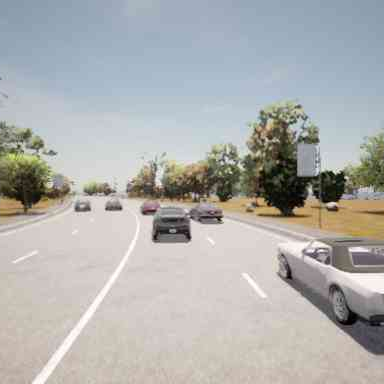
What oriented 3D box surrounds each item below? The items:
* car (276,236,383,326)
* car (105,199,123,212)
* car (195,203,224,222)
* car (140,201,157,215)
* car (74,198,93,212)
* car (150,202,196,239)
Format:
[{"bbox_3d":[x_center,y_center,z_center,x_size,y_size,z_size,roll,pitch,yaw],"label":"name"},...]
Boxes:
[{"bbox_3d":[3.315,1.594,7.041,1.895,1.301,4.718,0,0,-3],"label":"car"},{"bbox_3d":[-9.379,1.584,39.879,1.994,1.385,4.181,0,0,-15],"label":"car"},{"bbox_3d":[1.037,1.552,26.556,2.033,1.411,5.357,0,0,-10],"label":"car"},{"bbox_3d":[-4.349,1.578,34.964,1.994,1.385,4.181,0,0,-13],"label":"car"},{"bbox_3d":[-12.900,1.514,39.527,2.128,1.511,4.902,0,0,-15],"label":"car"},{"bbox_3d":[-1.149,1.510,17.456,1.837,1.490,4.892,0,0,-7],"label":"car"}]
